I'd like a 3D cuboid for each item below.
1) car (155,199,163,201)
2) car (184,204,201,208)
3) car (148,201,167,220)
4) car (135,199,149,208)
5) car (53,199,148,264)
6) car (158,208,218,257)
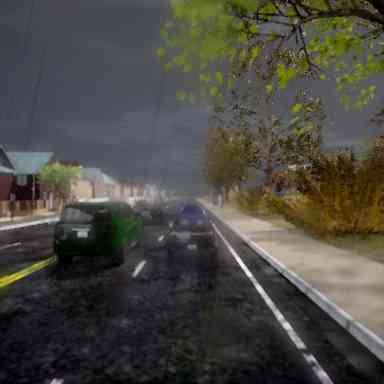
[{"bbox_3d":[-6.504,2.200,65.069,2.128,1.511,4.902,0,-1,1],"label":"car"},{"bbox_3d":[0.033,1.784,29.256,1.882,1.535,5.008,0,0,0],"label":"car"},{"bbox_3d":[-3.226,1.792,28.508,2.128,1.511,4.902,0,0,0],"label":"car"},{"bbox_3d":[-9.750,2.180,64.942,1.882,1.535,5.008,0,-1,1],"label":"car"},{"bbox_3d":[-3.240,1.355,12.554,2.150,2.045,5.566,0,0,0],"label":"car"},{"bbox_3d":[0.021,1.633,13.507,2.128,1.511,4.902,0,0,0],"label":"car"}]
